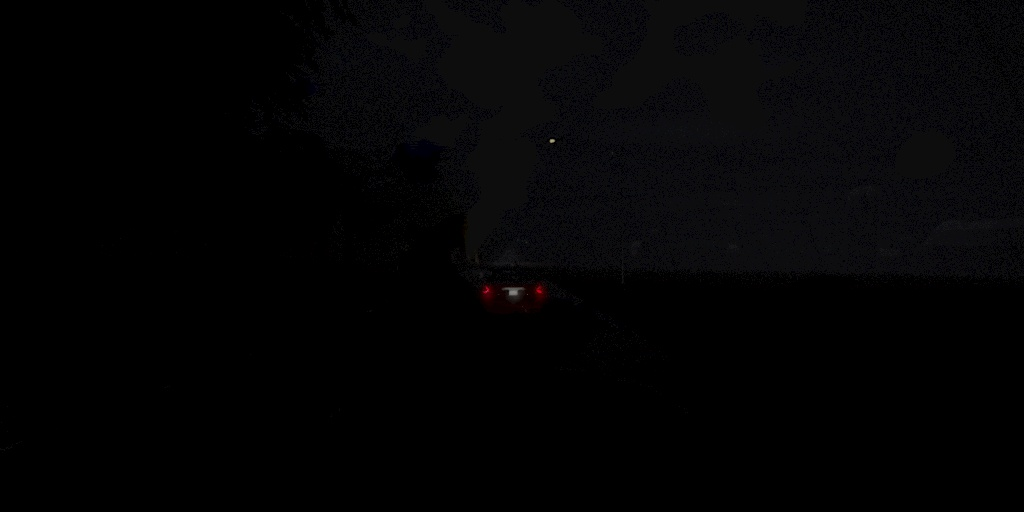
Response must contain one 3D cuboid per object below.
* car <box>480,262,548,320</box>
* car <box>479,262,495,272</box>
[{"bbox_3d":[0.074,1.121,12.802,2.097,1.767,4.553,0,0,0],"label":"car"},{"bbox_3d":[-3.556,1.580,51.765,1.895,1.301,4.718,0,0,0],"label":"car"}]
